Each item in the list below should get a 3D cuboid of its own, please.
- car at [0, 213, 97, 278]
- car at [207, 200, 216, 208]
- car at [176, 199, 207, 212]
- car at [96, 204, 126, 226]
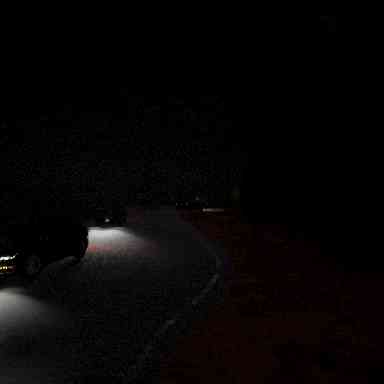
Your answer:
[{"bbox_3d":[-4.960,1.572,10.518,1.837,1.490,4.892,0,0,7],"label":"car"},{"bbox_3d":[2.234,1.939,54.298,2.033,1.411,5.357,1,0,-18],"label":"car"},{"bbox_3d":[-0.274,1.666,44.715,2.097,1.767,4.553,0,0,30],"label":"car"},{"bbox_3d":[-5.936,1.638,24.620,2.128,1.511,4.902,0,0,-7],"label":"car"}]
